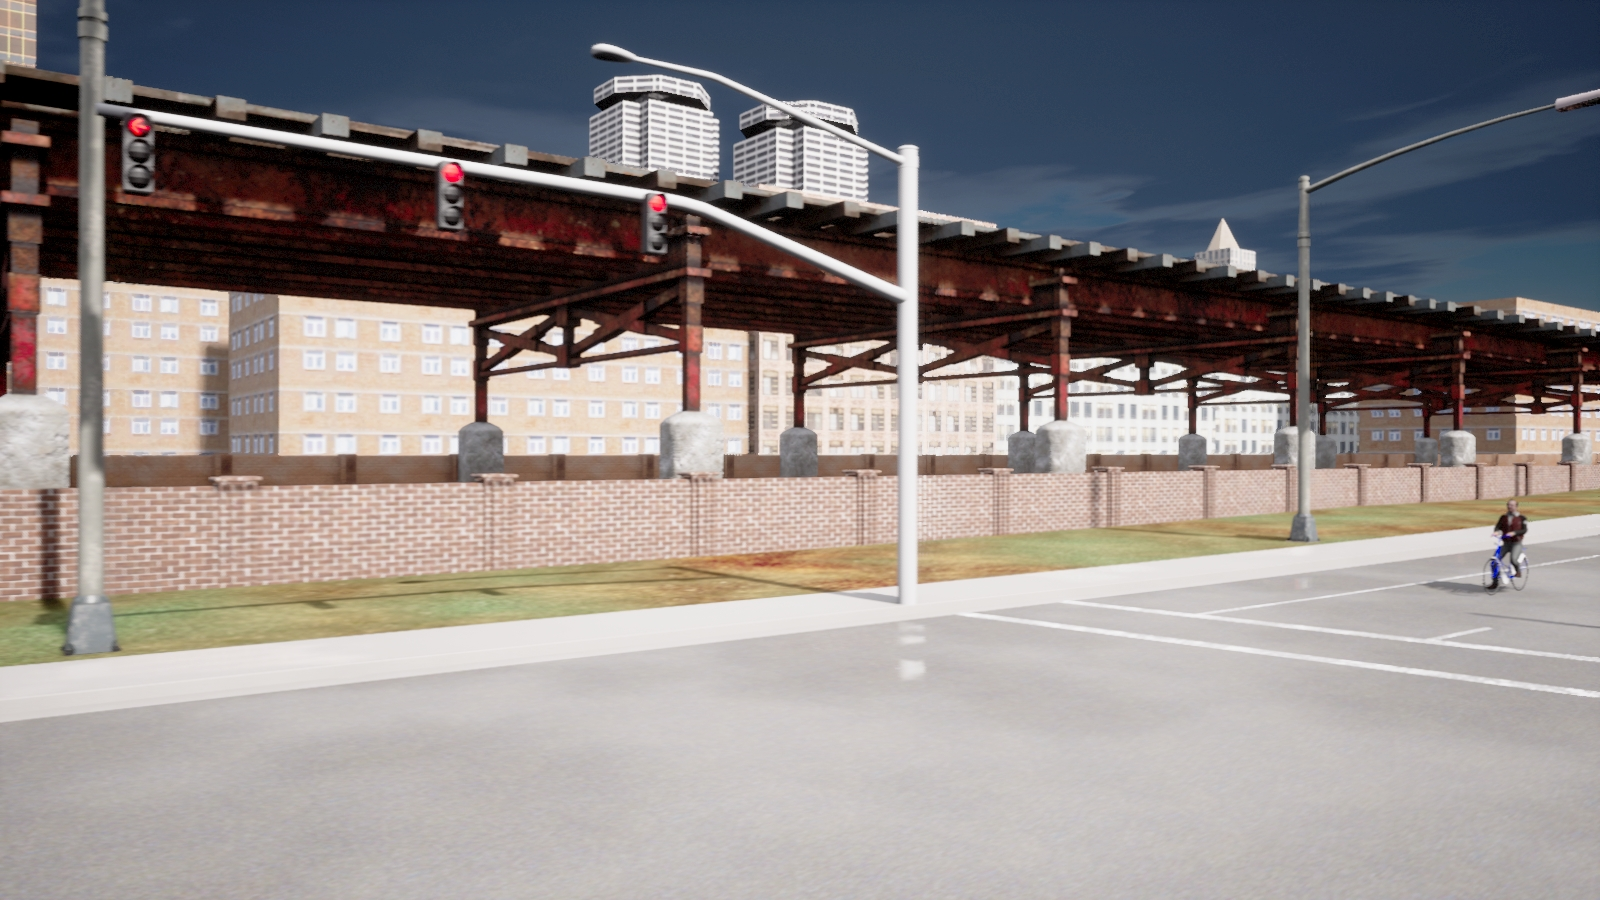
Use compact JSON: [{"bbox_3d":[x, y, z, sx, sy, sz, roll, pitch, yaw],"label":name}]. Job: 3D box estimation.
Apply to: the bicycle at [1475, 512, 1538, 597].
[{"bbox_3d":[13.441,1.964,21.729,1.835,1.496,0.329,0,0,-35],"label":"bicycle"}]
